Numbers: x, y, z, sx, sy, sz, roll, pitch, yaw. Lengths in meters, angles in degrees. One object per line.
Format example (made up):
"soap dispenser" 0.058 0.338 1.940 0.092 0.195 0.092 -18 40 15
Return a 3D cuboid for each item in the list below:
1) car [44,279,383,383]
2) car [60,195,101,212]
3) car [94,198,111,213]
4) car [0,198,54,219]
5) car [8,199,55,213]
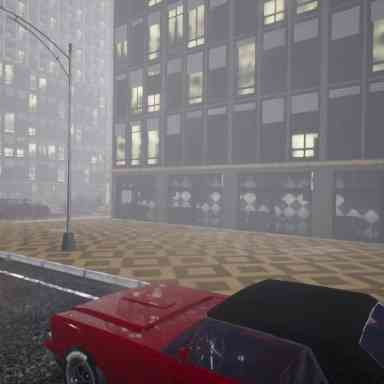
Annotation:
"car" 0.625 1.600 3.241 4.718 1.301 1.895 0 0 36
"car" -14.033 1.425 42.795 2.150 2.045 5.566 1 0 37
"car" -8.949 1.828 39.957 1.752 1.417 4.829 1 0 37
"car" -15.766 1.517 30.760 2.192 1.841 5.009 1 0 37
"car" -19.244 1.641 40.143 1.752 1.417 4.829 1 0 37
